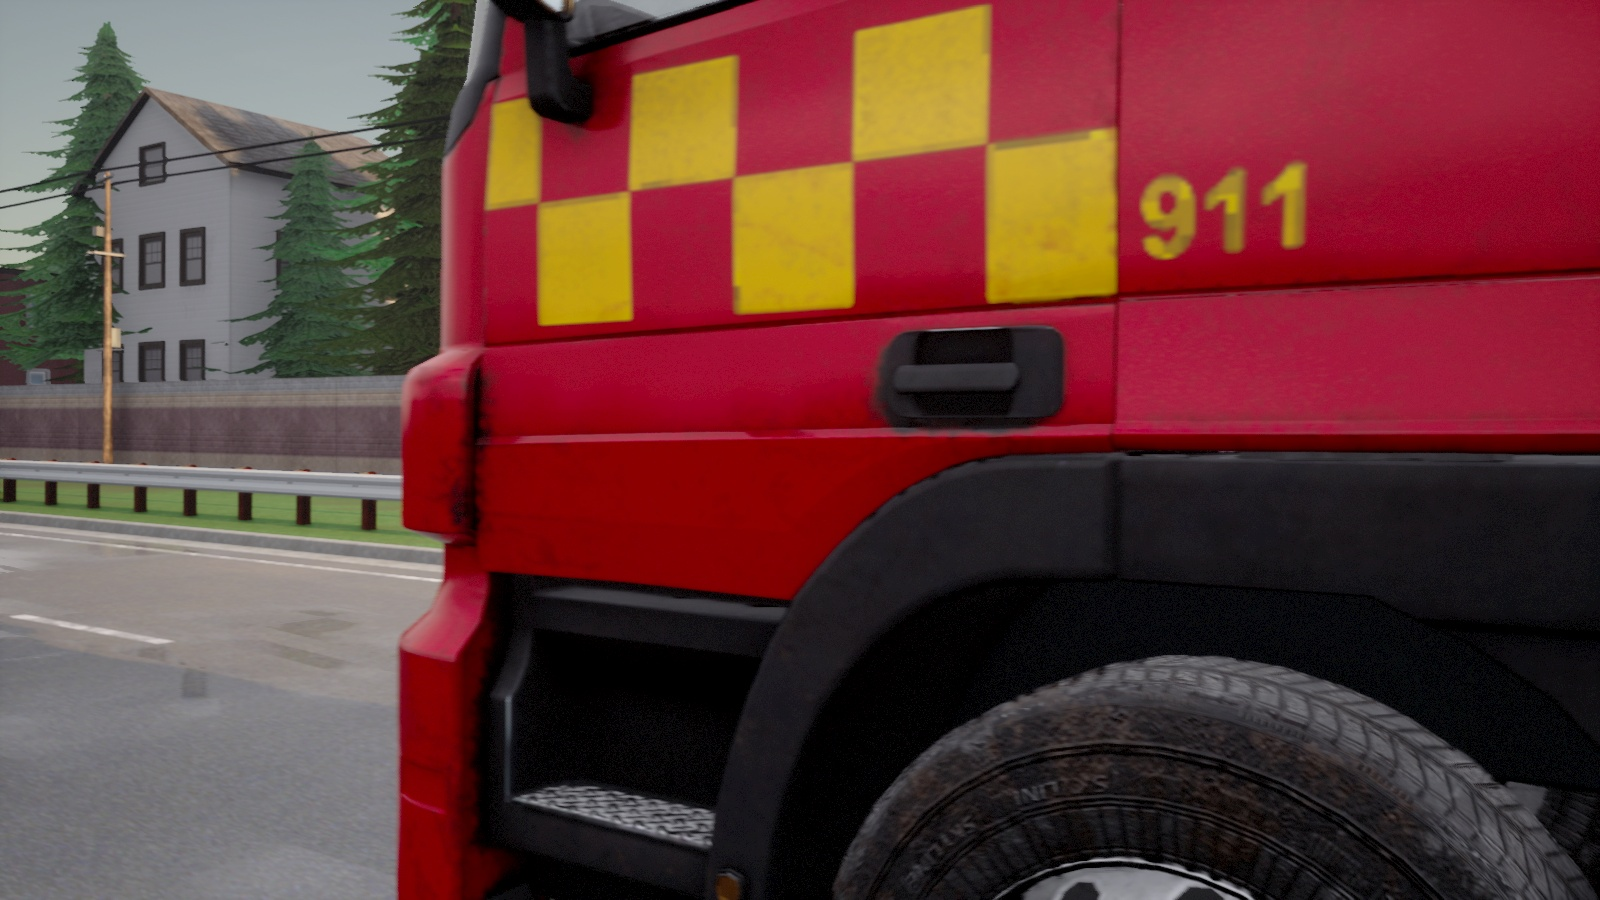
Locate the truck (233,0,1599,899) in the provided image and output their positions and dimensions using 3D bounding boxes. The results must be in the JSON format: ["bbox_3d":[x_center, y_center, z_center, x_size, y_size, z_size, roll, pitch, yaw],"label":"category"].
[{"bbox_3d":[3.130,-0.483,1.520,8.468,3.827,2.891,0,1,34],"label":"truck"}]
